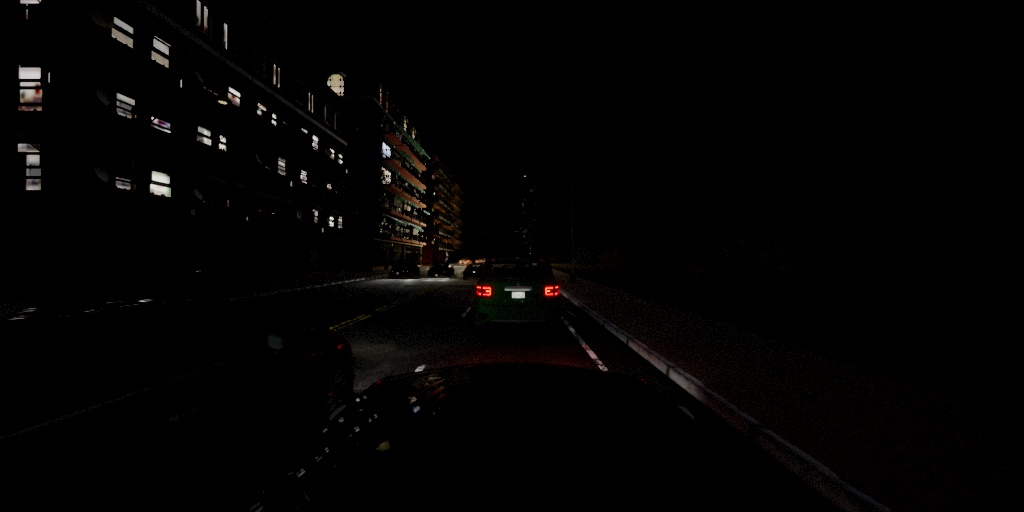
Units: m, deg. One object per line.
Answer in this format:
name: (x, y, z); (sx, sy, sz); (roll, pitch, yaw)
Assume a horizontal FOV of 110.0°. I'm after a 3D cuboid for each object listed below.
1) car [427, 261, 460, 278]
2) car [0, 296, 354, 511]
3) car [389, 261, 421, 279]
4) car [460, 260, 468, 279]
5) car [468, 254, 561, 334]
car: (-6.591, 1.302, 33.960); (2.033, 1.411, 5.357); (0, 0, 0)
car: (-3.154, 1.102, 2.935); (2.097, 1.767, 4.553); (0, 0, 0)
car: (-9.842, 1.259, 33.201); (1.837, 1.490, 4.892); (0, 0, 0)
car: (-3.144, 1.318, 31.929); (1.994, 1.385, 4.181); (0, 0, 0)
car: (0.104, 0.973, 10.772); (2.150, 2.045, 5.566); (0, 0, -1)
